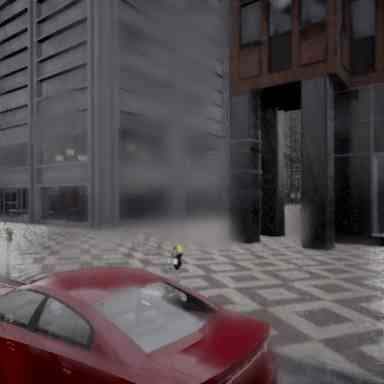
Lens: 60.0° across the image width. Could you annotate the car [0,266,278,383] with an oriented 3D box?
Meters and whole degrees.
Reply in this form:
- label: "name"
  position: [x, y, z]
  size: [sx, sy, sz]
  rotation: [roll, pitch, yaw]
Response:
- label: "car"
  position: [-1.300, 1.576, 3.891]
  size: [4.507, 1.381, 1.887]
  rotation: [-1, 0, 36]
